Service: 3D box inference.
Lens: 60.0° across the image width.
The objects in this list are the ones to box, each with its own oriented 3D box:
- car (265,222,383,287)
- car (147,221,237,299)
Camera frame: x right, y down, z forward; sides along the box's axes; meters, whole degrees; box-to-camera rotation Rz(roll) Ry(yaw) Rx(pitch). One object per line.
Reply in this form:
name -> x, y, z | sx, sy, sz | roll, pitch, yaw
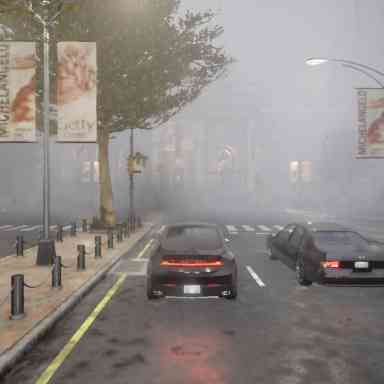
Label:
car -> 3.498, 1.547, 9.382 | 2.033, 1.411, 5.357 | 0, 0, 0
car -> -0.001, 1.505, 8.418 | 1.837, 1.490, 4.892 | 0, 0, 0
